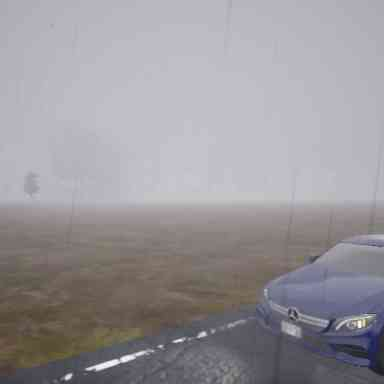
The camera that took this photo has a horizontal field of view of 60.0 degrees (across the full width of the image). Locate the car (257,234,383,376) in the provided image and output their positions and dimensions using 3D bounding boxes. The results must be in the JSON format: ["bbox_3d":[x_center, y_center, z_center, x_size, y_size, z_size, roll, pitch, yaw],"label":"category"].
[{"bbox_3d":[3.173,1.503,5.625,4.674,1.442,1.812,0,0,-35],"label":"car"}]
